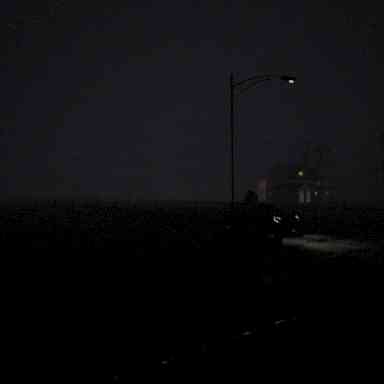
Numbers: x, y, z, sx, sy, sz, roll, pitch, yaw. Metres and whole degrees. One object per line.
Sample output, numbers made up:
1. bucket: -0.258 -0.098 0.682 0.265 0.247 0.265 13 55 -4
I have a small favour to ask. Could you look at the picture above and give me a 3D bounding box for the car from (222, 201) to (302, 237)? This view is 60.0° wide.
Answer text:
1. car: 3.746 1.343 18.430 2.097 1.767 4.553 -1 1 -36
